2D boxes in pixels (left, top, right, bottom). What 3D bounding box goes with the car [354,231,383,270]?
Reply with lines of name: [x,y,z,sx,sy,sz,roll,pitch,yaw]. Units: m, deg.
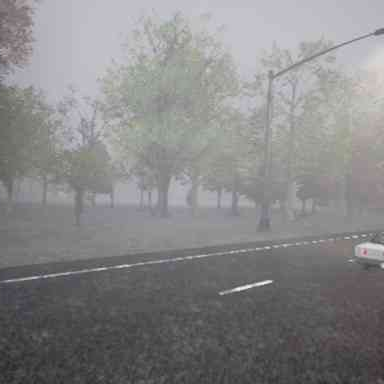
car: [7.418,1.999,11.372,4.718,1.301,1.895,3,0,-42]
